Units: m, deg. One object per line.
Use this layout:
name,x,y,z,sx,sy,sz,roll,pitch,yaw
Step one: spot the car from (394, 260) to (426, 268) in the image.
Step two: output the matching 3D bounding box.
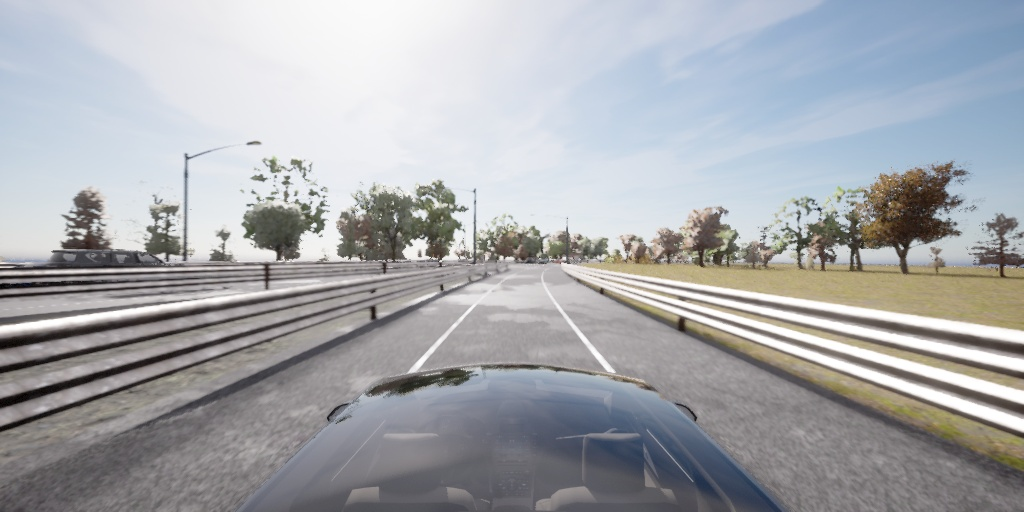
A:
car,-13.554,1.293,46.835,1.837,1.490,4.892,0,-1,14

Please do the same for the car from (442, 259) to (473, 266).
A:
car,-8.168,1.417,53.867,2.033,1.411,5.357,0,-1,14

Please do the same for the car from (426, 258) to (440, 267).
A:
car,-13.518,1.272,60.950,2.097,1.767,4.553,0,-1,15

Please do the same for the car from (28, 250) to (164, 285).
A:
car,-20.028,0.733,18.640,2.150,2.045,5.566,0,-1,12

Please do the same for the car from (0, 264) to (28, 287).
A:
car,-23.487,0.987,19.121,1.882,1.535,5.008,0,-1,12

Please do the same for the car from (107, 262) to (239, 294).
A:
car,-16.563,1.121,18.131,1.895,1.301,4.718,0,-1,12
